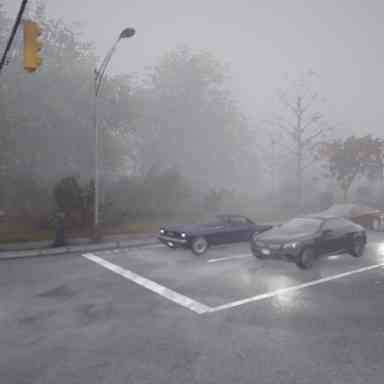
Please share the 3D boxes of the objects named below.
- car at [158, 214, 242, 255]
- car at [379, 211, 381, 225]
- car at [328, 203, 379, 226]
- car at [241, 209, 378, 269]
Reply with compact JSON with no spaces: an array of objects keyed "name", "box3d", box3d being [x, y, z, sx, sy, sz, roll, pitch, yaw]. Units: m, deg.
[{"name":"car","box3d":[1.039,1.571,13.316,4.718,1.301,1.895,0,0,-35]},{"name":"car","box3d":[11.593,1.405,16.496,5.008,1.535,1.882,0,0,-35]},{"name":"car","box3d":[8.680,1.411,18.726,5.008,1.535,1.882,0,0,-35]},{"name":"car","box3d":[4.071,1.492,11.179,4.674,1.442,1.812,0,0,-36]}]
